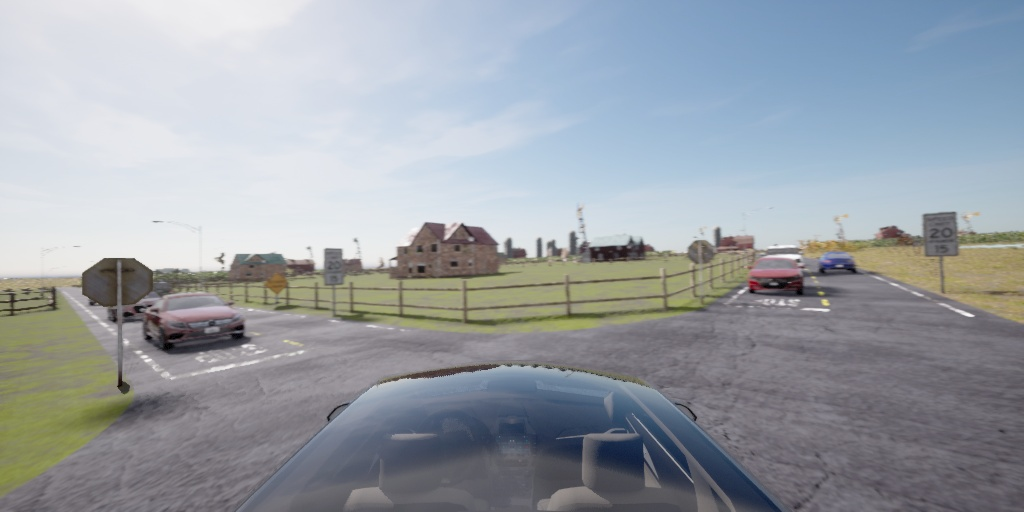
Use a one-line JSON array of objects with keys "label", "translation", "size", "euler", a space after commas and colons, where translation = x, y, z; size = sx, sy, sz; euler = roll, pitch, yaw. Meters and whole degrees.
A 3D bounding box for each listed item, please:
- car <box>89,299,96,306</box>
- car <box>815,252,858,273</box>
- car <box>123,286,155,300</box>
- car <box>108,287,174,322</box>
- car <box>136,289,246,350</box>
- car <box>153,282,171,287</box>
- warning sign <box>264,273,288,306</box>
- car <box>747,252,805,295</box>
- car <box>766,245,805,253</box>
[{"label": "car", "translation": [-34.588, 3.343, 30.590], "size": [4.902, 1.511, 2.128], "euler": [-4, -2, 39]}, {"label": "car", "translation": [22.847, 0.423, 25.324], "size": [1.812, 1.442, 4.674], "euler": [-3, 0, 38]}, {"label": "car", "translation": [-39.796, 3.868, 38.222], "size": [4.718, 1.301, 1.895], "euler": [-3, -2, 38]}, {"label": "car", "translation": [-19.163, 2.484, 18.418], "size": [4.181, 1.385, 1.994], "euler": [-3, -2, 38]}, {"label": "car", "translation": [-10.198, 1.910, 11.405], "size": [4.674, 1.442, 1.812], "euler": [-3, -2, 38]}, {"label": "car", "translation": [-31.897, 3.140, 32.088], "size": [4.553, 1.767, 2.097], "euler": [-3, -2, 39]}, {"label": "warning sign", "translation": [-13.667, 1.890, 20.842], "size": [1.060, 1.860, 1.300], "euler": [0, 0, 38]}, {"label": "car", "translation": [12.036, 0.794, 16.348], "size": [1.882, 1.535, 5.008], "euler": [-3, 0, 38]}, {"label": "car", "translation": [19.143, 0.270, 25.378], "size": [2.150, 2.045, 5.566], "euler": [-3, 0, 38]}]
